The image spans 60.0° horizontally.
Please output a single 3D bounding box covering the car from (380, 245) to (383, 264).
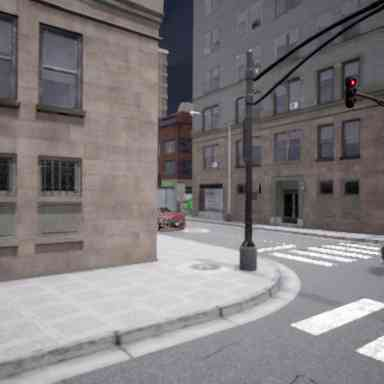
[{"bbox_3d":[7.222,1.604,7.929,1.837,1.490,4.892,1,0,-35],"label":"car"}]

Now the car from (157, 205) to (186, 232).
[{"bbox_3d":[-2.290,1.569,21.282,1.882,1.535,5.008,1,0,-35],"label":"car"}]
